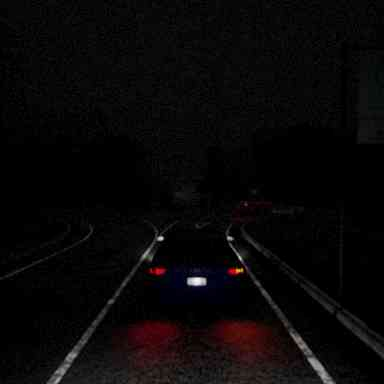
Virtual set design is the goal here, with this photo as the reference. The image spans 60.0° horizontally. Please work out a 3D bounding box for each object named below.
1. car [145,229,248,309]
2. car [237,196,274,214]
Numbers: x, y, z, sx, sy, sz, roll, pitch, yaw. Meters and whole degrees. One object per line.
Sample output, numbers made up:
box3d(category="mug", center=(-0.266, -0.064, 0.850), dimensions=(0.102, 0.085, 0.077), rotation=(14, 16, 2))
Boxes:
box3d(category="car", center=(0.081, 1.551, 7.901), dimensions=(1.994, 1.385, 4.181), rotation=(0, 0, 0))
box3d(category="car", center=(6.384, 1.178, 33.013), dimensions=(2.097, 1.767, 4.553), rotation=(2, 2, 37))
